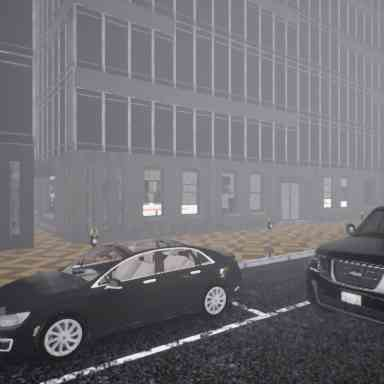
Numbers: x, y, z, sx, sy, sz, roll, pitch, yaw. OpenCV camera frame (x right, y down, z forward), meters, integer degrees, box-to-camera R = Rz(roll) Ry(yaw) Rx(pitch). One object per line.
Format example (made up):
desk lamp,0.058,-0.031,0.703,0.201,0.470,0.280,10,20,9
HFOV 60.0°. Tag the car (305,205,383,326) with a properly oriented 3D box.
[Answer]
car,4.612,1.223,6.520,5.566,2.045,2.150,0,0,-35

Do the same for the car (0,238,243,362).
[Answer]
car,-1.069,1.551,5.791,4.403,1.369,2.008,0,0,-35

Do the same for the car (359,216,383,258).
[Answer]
car,8.220,1.584,12.372,4.206,1.307,1.802,0,0,-35
